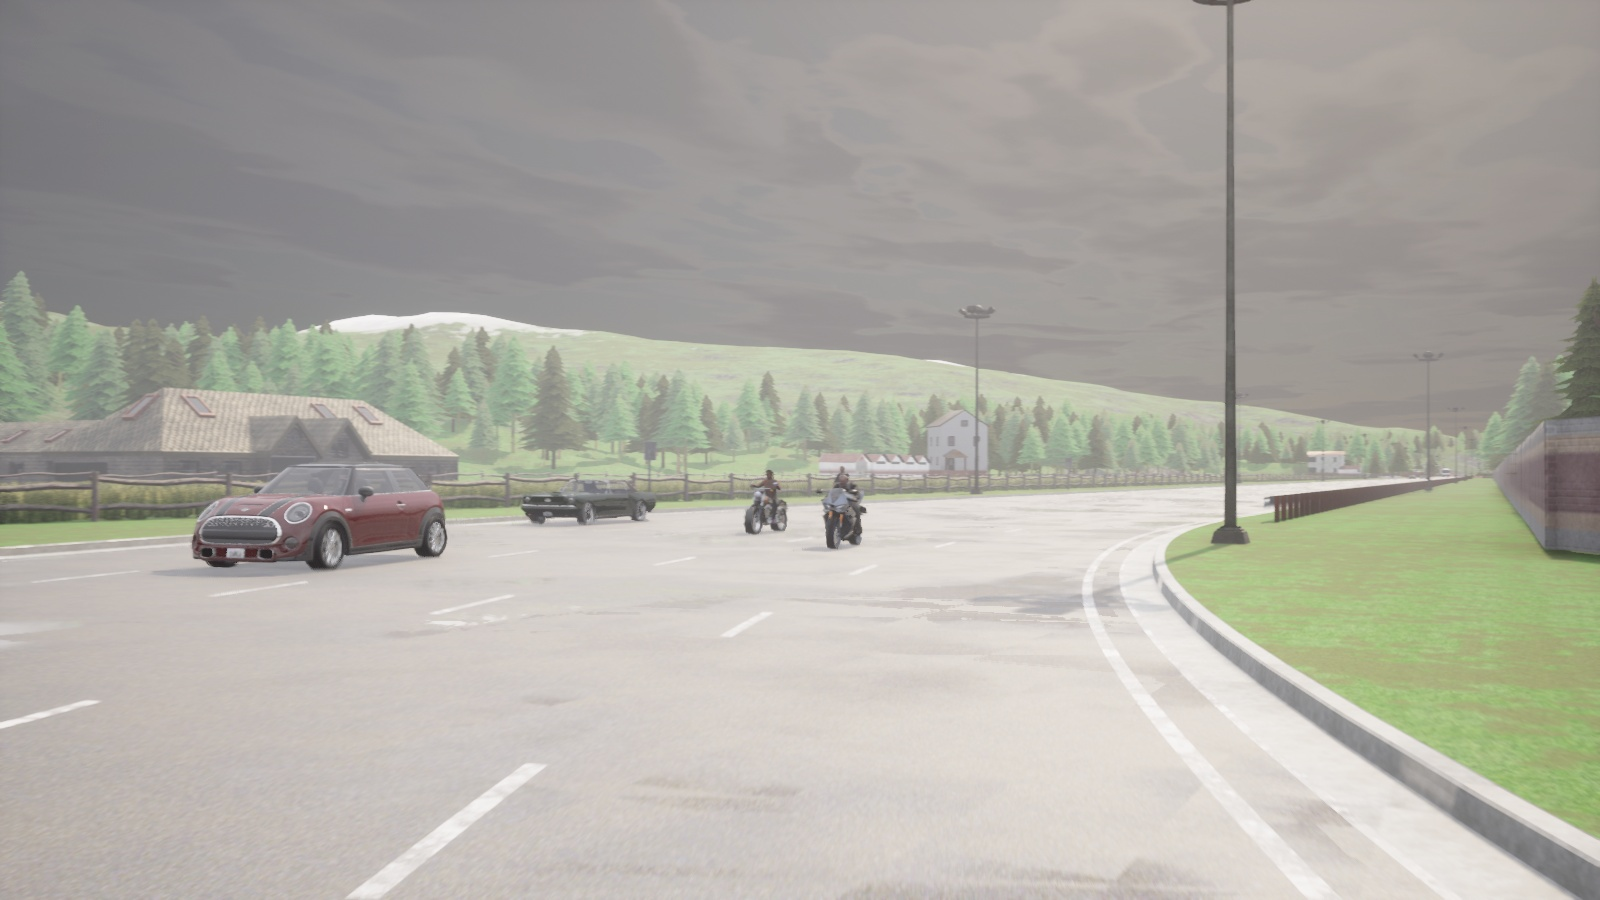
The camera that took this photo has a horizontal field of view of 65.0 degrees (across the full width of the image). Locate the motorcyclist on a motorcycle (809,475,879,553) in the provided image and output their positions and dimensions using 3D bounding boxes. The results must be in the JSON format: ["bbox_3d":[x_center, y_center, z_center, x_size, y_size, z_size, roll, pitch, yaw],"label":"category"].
[{"bbox_3d":[0.932,1.279,25.806,0.866,1.530,2.191,0,-1,18],"label":"motorcyclist on a motorcycle"}]

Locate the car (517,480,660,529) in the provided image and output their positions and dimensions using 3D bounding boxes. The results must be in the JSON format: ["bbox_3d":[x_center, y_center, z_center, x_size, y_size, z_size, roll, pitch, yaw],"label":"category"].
[{"bbox_3d":[-6.117,1.553,36.968,1.895,1.301,4.718,-1,-1,23],"label":"car"}]

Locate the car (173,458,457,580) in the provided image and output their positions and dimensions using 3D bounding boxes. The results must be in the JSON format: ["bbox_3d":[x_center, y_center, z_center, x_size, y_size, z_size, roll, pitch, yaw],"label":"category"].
[{"bbox_3d":[-7.764,1.043,20.687,2.097,1.767,4.553,0,-1,14],"label":"car"}]

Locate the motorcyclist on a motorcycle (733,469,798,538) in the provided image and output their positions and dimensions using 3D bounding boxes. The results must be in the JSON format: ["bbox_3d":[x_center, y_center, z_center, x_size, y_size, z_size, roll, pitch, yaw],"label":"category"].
[{"bbox_3d":[-0.827,1.292,31.303,0.766,1.649,2.350,0,-1,21],"label":"motorcyclist on a motorcycle"}]
